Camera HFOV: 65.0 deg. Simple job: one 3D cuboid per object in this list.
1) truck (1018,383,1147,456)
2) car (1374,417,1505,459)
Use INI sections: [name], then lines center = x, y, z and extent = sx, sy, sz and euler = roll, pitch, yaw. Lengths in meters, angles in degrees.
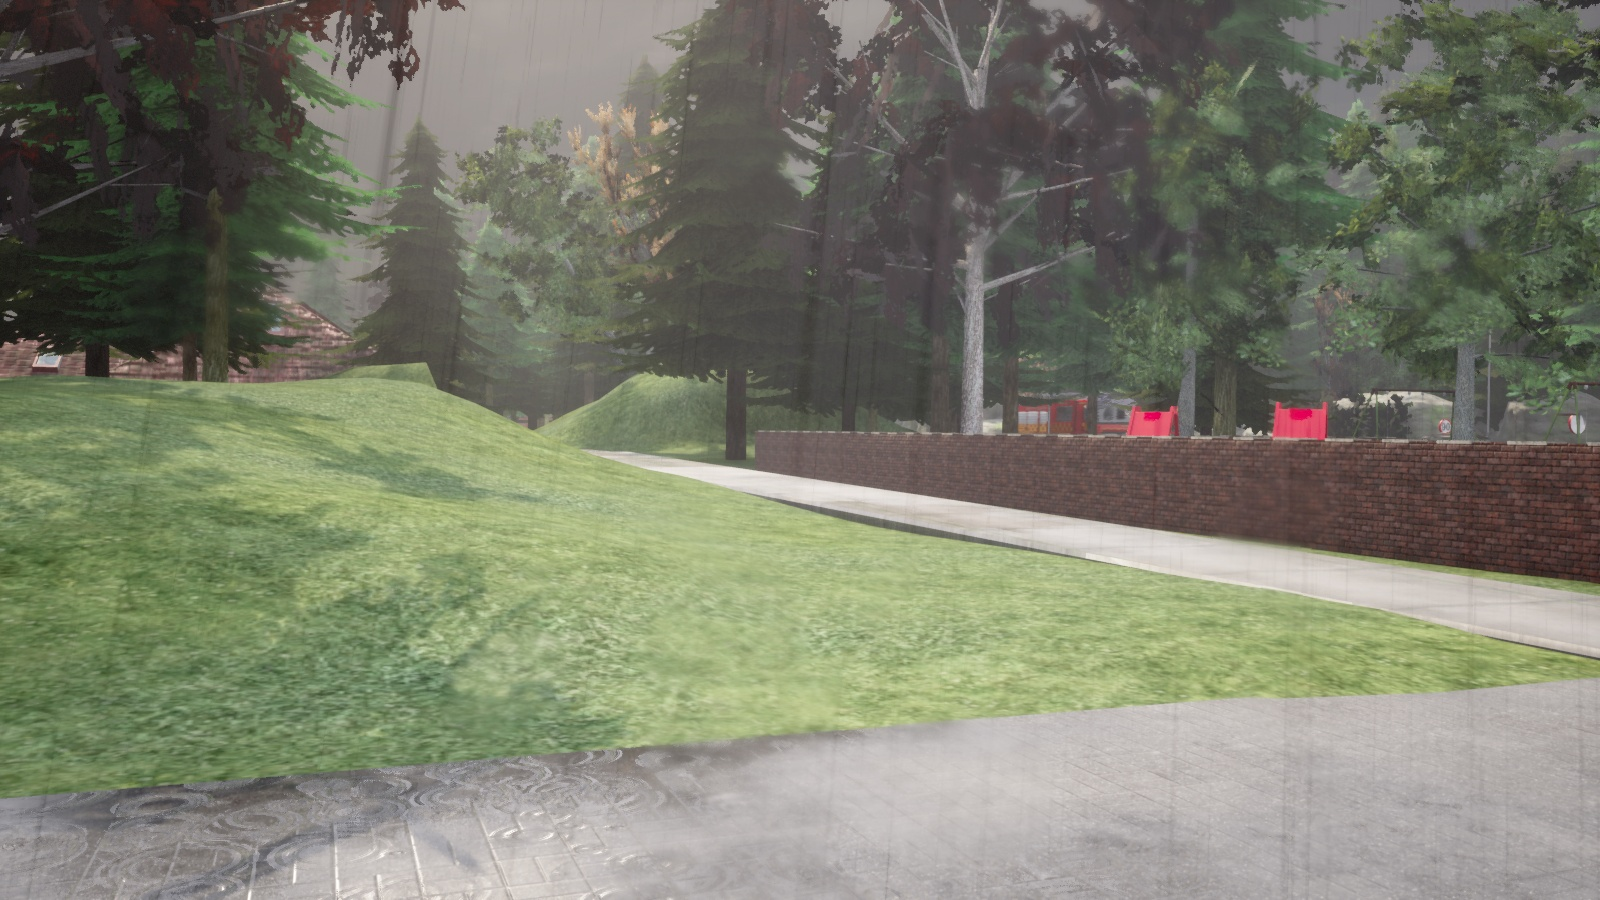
[truck]
center = 15.723, -1.686, 70.653
extent = 2.891, 3.827, 8.468
euler = -1, 1, -21
[car]
center = 26.811, -0.506, 52.829
extent = 2.242, 1.667, 4.611
euler = -1, 1, -21
